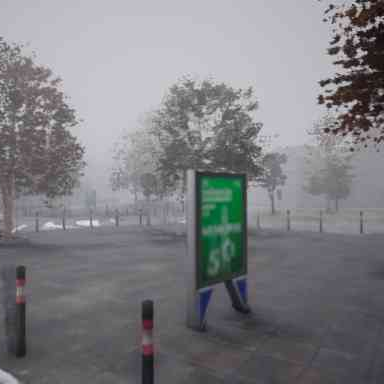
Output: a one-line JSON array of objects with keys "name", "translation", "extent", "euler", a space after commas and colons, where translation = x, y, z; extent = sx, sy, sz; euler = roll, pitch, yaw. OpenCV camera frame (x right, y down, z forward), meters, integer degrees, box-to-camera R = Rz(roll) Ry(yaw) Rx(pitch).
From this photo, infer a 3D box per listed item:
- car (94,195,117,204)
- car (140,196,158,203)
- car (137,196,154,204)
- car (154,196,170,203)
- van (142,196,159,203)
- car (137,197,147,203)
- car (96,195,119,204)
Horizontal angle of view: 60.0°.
[{"name": "car", "translation": [-21.532, 1.897, 82.723], "extent": [5.566, 2.045, 2.435], "euler": [0, -1, -17]}, {"name": "car", "translation": [-12.046, 2.190, 93.534], "extent": [4.553, 1.767, 2.185], "euler": [0, -2, -17]}, {"name": "car", "translation": [-10.178, 1.860, 70.023], "extent": [2.033, 1.411, 5.357], "euler": [0, -1, 4]}, {"name": "car", "translation": [-9.368, 1.787, 84.710], "extent": [5.566, 2.045, 2.435], "euler": [0, -1, -17]}, {"name": "van", "translation": [-11.250, 1.993, 90.607], "extent": [4.442, 1.987, 1.878], "euler": [0, -2, -17]}, {"name": "car", "translation": [-12.155, 1.978, 80.522], "extent": [1.812, 1.442, 4.674], "euler": [0, -1, -17]}, {"name": "car", "translation": [-19.927, 1.766, 77.503], "extent": [5.566, 2.045, 2.435], "euler": [0, -1, -17]}]
